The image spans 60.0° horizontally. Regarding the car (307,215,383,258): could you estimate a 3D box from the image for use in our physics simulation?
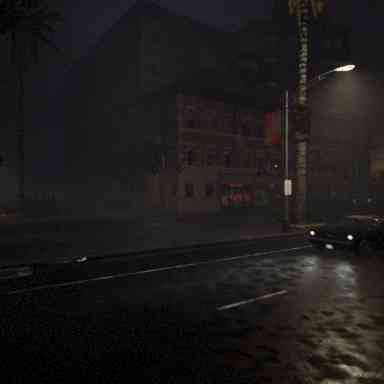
[{"bbox_3d":[6.623,1.601,12.929,4.718,1.301,1.895,0,0,-35],"label":"car"}]
